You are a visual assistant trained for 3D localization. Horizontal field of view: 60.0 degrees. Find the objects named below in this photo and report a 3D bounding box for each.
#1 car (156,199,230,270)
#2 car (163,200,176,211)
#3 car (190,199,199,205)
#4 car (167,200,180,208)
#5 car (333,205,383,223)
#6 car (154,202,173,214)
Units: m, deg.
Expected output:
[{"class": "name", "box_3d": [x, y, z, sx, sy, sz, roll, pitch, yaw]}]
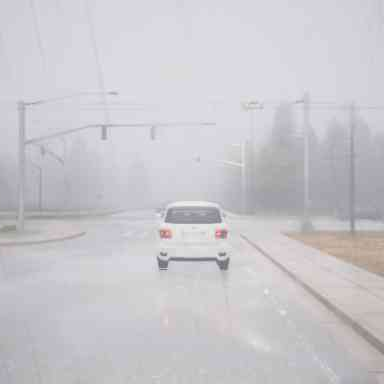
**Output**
[{"class": "car", "box_3d": [0.062, 1.355, 11.722, 2.150, 2.045, 5.566, 0, -1, 1]}, {"class": "car", "box_3d": [-3.565, 2.129, 53.583, 1.837, 1.490, 4.892, 0, -1, 0]}, {"class": "car", "box_3d": [0.671, 2.485, 82.488, 2.128, 1.511, 4.902, 0, -1, 2]}, {"class": "car", "box_3d": [-3.433, 2.235, 63.848, 2.128, 1.511, 4.902, 0, -1, 1]}, {"class": "car", "box_3d": [14.935, 1.856, 28.950, 4.902, 1.511, 2.128, 0, -1, 1]}, {"class": "car", "box_3d": [-3.592, 2.053, 43.396, 2.033, 1.411, 5.357, 0, -1, 0]}]
